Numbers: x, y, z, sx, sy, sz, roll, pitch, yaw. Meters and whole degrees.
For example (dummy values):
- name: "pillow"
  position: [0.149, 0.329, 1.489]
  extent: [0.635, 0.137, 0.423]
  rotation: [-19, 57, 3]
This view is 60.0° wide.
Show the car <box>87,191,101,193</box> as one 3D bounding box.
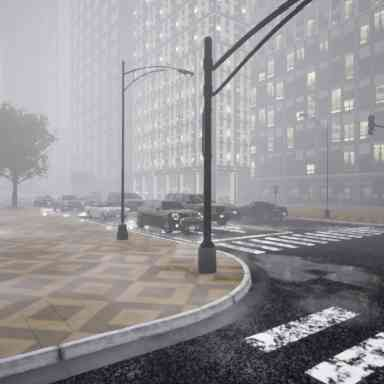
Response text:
- name: "car"
  position: [-17.184, 0.787, 56.647]
  extent: [2.150, 2.045, 5.566]
  rotation: [0, 0, -37]

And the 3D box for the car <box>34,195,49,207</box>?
- name: "car"
  position: [-18.548, 1.114, 41.870]
  extent: [2.128, 1.511, 4.902]
  rotation: [0, 0, -36]

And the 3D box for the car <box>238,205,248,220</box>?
- name: "car"
  position: [1.906, 1.430, 25.531]
  extent: [1.994, 1.385, 4.181]
  rotation: [0, 0, -37]

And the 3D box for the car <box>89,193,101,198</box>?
- name: "car"
  position: [-12.150, 1.184, 38.665]
  extent: [2.128, 1.511, 4.902]
  rotation: [0, 0, -37]

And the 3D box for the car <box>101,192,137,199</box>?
- name: "car"
  position: [-6.042, 1.001, 30.446]
  extent: [2.150, 2.045, 5.566]
  rotation: [0, 0, -37]

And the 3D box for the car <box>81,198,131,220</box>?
- name: "car"
  position: [-6.672, 1.393, 25.833]
  extent: [1.895, 1.301, 4.718]
  rotation: [0, 0, -37]

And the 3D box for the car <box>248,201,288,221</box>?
- name: "car"
  position: [5.395, 1.417, 26.265]
  extent: [1.812, 1.442, 4.674]
  rotation: [0, 0, -37]

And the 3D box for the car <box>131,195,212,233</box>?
- name: "car"
  position: [-1.304, 1.216, 18.621]
  extent: [2.097, 1.767, 4.553]
  rotation: [0, 0, -37]

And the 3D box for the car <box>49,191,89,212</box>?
- name: "car"
  position: [-12.543, 1.062, 33.741]
  extent: [2.097, 1.767, 4.553]
  rotation: [0, 0, -37]

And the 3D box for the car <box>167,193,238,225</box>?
- name: "car"
  position: [0.136, 1.085, 22.131]
  extent: [2.150, 2.045, 5.566]
  rotation: [0, 0, -37]
